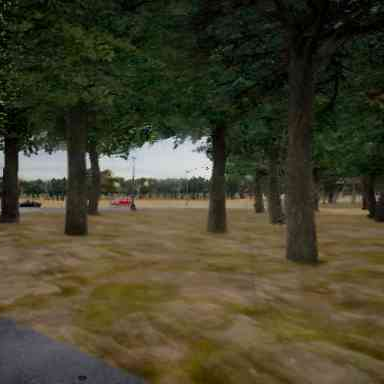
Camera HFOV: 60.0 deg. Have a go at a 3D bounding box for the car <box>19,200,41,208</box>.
[{"bbox_3d":[-27.137,1.974,53.912,1.895,1.301,4.718,0,-1,37],"label":"car"}]

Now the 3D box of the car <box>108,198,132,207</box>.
[{"bbox_3d":[-14.978,2.181,70.219,2.150,2.045,5.566,0,-1,37],"label":"car"}]
